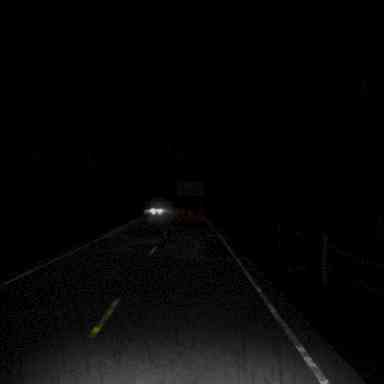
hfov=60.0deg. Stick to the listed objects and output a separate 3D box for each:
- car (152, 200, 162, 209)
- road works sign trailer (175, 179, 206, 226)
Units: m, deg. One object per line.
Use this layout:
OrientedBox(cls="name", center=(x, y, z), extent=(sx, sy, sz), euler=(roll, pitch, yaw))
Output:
OrientedBox(cls="car", center=(-6.127, 2.204, 57.961), extent=(2.128, 1.511, 4.902), euler=(0, -1, -7))
OrientedBox(cls="road works sign trailer", center=(-0.140, 0.788, 26.239), extent=(2.380, 3.560, 2.880), euler=(0, -1, -3))
